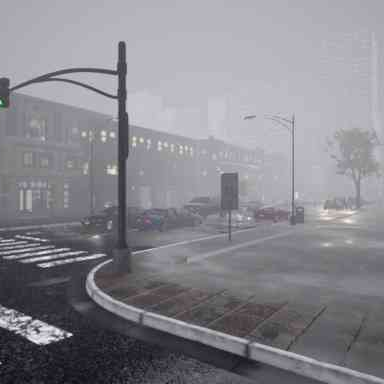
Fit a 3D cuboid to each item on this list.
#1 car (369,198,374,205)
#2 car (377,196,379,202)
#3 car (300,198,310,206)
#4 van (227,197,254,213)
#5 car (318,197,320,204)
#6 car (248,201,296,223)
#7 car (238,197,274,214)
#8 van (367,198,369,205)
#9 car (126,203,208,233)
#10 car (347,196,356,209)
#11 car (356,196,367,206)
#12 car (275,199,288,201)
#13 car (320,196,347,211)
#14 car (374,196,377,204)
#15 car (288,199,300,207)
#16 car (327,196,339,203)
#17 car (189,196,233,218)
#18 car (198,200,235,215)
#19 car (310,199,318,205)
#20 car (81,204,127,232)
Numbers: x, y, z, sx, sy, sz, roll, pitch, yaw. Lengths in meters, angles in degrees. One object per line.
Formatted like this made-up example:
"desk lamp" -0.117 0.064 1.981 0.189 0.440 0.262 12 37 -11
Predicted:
"car" 35.168 1.971 67.709 1.802 1.307 4.206 0 -1 35
"car" 41.534 2.037 76.743 1.802 1.307 4.206 0 -1 35
"car" 18.768 1.846 58.985 2.008 1.369 4.403 0 -1 35
"van" 6.035 1.518 40.918 1.690 1.788 3.998 0 0 35
"car" 28.317 1.828 72.537 1.967 1.590 4.097 0 -1 35
"car" 6.564 1.670 27.027 1.887 1.381 4.507 0 0 35
"car" 7.072 1.660 37.861 2.128 1.511 4.902 0 0 35
"van" 31.985 1.699 63.194 1.690 1.788 3.998 0 -1 35
"car" -1.469 1.626 20.208 2.033 1.411 5.357 0 0 35
"car" 22.435 1.581 49.643 2.192 1.841 5.009 0 -1 35
"car" 28.802 1.642 58.678 2.192 1.841 5.009 0 -1 35
"car" 12.304 1.759 49.812 1.752 1.417 4.829 0 -1 35
"car" 19.252 1.676 45.125 1.967 1.590 4.097 0 -1 35
"car" 38.449 1.948 72.366 1.752 1.417 4.829 0 -1 35
"car" 15.585 1.815 54.468 2.008 1.369 4.403 0 -1 35
"car" 34.683 1.893 81.571 1.967 1.590 4.097 0 -1 35
"car" 1.157 1.340 29.490 2.150 2.045 5.566 0 0 35
"car" 2.755 1.674 36.261 1.752 1.417 4.829 0 0 35
"car" 21.951 1.876 63.503 2.008 1.369 4.403 0 -1 35
"car" -4.732 1.578 21.173 1.837 1.490 4.892 0 0 34
